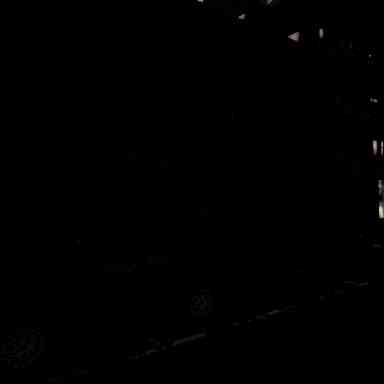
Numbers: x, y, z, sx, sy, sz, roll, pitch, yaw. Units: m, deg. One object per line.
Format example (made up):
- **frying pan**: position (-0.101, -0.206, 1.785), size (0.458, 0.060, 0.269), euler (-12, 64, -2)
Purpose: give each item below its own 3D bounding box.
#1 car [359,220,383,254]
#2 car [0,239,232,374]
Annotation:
- **car**: position (7.893, 1.518, 12.201), size (4.507, 1.381, 1.887), euler (0, -1, -35)
- **car**: position (-1.364, 1.541, 5.599), size (4.507, 1.381, 1.887), euler (0, -1, -35)
